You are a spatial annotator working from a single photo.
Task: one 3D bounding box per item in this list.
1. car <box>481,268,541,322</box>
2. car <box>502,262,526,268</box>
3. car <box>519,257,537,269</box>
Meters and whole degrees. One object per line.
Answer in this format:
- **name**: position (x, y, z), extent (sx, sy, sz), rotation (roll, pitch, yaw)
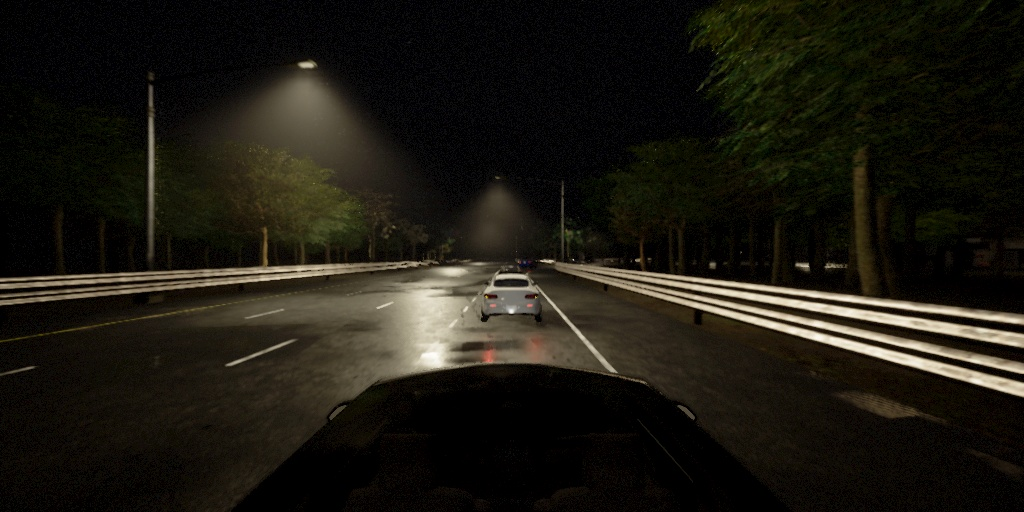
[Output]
- **car**: position (-0.022, 1.313, 12.401), extent (1.812, 1.442, 4.674), rotation (0, 0, 0)
- **car**: position (-0.065, 1.444, 29.551), extent (1.895, 1.301, 4.718), rotation (0, 0, 0)
- **car**: position (2.661, 1.158, 58.234), extent (2.150, 2.045, 5.566), rotation (0, 0, 15)
